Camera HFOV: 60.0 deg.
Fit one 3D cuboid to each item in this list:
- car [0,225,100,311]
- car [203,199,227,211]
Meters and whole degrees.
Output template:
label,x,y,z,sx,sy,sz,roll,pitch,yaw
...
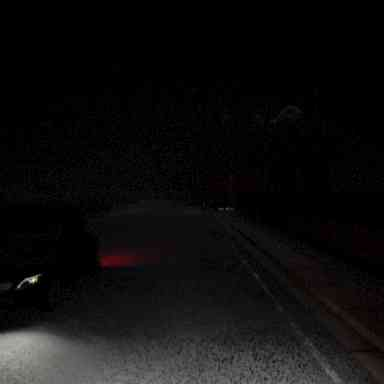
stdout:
label,x,y,z,sx,sy,sz,roll,pitch,yaw
car,-3.565,1.574,8.007,1.812,1.442,4.674,0,0,0
car,3.092,1.696,44.321,1.812,1.442,4.674,0,-1,28
